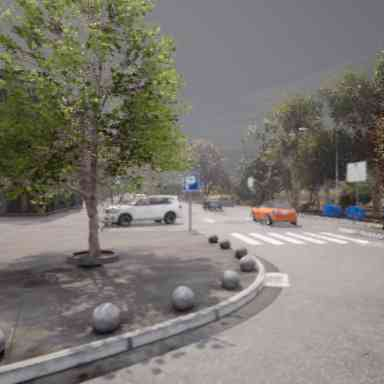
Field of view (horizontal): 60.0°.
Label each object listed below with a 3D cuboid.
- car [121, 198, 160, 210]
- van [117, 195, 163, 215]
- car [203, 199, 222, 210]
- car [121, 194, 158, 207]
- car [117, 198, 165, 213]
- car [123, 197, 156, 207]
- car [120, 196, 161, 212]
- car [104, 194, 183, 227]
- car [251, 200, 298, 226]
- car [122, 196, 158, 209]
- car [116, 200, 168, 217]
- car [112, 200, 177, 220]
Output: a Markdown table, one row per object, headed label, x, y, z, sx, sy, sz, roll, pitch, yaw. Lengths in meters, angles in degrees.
| label | x | y | z | sx | sy | sz | roll | pitch | yaw |
| --- | --- | --- | --- | --- | --- | --- | --- | --- | --- |
| car | -6.869 | 1.612 | 44.320 | 4.674 | 1.452 | 2.002 | 0 | 0 | -30 |
| van | -5.467 | 1.328 | 35.372 | 4.442 | 1.987 | 1.878 | 0 | 0 | -30 |
| car | 2.708 | 1.647 | 44.650 | 2.128 | 1.511 | 4.902 | 0 | 0 | -10 |
| car | -8.832 | 1.353 | 56.183 | 5.566 | 2.045 | 2.435 | 0 | 0 | -29 |
| car | -5.860 | 1.559 | 38.394 | 5.008 | 1.535 | 2.097 | 0 | 0 | -30 |
| car | -8.336 | 1.625 | 53.224 | 4.792 | 1.488 | 2.163 | 0 | 0 | -30 |
| car | -6.401 | 1.440 | 41.348 | 4.553 | 1.767 | 2.185 | 0 | 0 | -30 |
| car | -3.355 | 1.279 | 23.567 | 5.566 | 2.045 | 2.435 | 0 | 0 | -30 |
| car | 6.023 | 1.468 | 24.869 | 2.097 | 1.767 | 4.553 | 0 | 0 | -9 |
| car | -7.335 | 1.453 | 47.293 | 4.553 | 1.767 | 2.185 | 0 | 0 | -30 |
| car | -4.867 | 1.588 | 32.474 | 4.674 | 1.452 | 2.002 | 0 | 0 | -30 |
| car | -4.194 | 1.538 | 29.605 | 5.366 | 1.575 | 1.946 | 0 | 0 | -30 |
